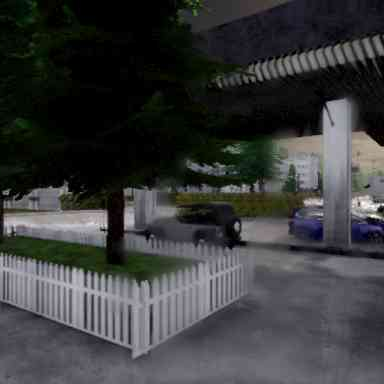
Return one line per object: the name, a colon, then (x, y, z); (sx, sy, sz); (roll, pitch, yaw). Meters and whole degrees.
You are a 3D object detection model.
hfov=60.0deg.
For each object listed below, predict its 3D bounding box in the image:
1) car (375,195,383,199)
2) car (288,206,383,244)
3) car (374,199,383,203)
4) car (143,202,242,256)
car: (33.952, 1.308, 59.589); (2.007, 1.523, 4.514); (0, 0, 35)
car: (6.823, 1.484, 15.259); (4.611, 1.667, 2.242); (0, 0, 35)
car: (20.147, 1.603, 31.347); (4.718, 1.301, 1.895); (0, 0, 35)
car: (0.027, 1.322, 13.096); (3.866, 1.878, 1.905); (0, 0, 35)
